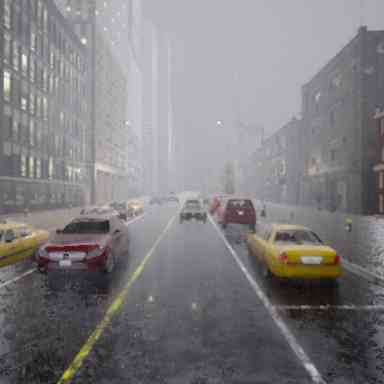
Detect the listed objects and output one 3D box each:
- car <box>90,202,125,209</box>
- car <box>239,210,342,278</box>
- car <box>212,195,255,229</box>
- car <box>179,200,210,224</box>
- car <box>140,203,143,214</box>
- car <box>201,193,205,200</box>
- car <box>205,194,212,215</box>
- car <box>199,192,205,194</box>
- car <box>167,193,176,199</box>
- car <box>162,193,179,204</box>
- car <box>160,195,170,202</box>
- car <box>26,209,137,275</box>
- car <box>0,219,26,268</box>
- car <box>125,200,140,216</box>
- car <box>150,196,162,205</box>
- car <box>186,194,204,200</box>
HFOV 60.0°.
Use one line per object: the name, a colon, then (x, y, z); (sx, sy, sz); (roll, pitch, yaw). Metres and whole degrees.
car: (-5.684, 1.456, 20.576); (1.752, 1.417, 4.829); (1, 0, 0)
car: (2.699, 1.493, 9.829); (1.752, 1.417, 4.829); (1, 0, 0)
car: (2.699, 1.244, 20.750); (2.192, 1.841, 5.009); (1, 0, 0)
car: (0.089, 1.518, 24.150); (1.895, 1.301, 4.718); (0, 0, 0)
car: (-5.687, 1.415, 31.669); (1.752, 1.417, 4.829); (1, 0, 0)
car: (2.688, 1.363, 54.027); (1.947, 1.339, 4.313); (1, 0, 0)
car: (2.697, 1.203, 31.843); (2.192, 1.841, 5.009); (1, 0, 0)
car: (2.683, 0.959, 87.301); (2.192, 1.841, 5.009); (1, 0, 0)
car: (-5.701, 1.057, 92.842); (1.967, 1.590, 4.097); (1, 0, 0)
car: (-3.014, 0.818, 51.348); (2.097, 1.767, 4.553); (0, 0, 0)
car: (-5.697, 1.288, 70.660); (1.947, 1.339, 4.313); (1, 0, 0)
car: (-3.105, 1.491, 10.488); (1.812, 1.442, 4.674); (0, 0, 0)
car: (-5.681, 1.494, 9.485); (1.752, 1.417, 4.829); (1, 0, 0)
car: (-5.686, 1.475, 26.294); (1.947, 1.339, 4.313); (1, 0, 0)
car: (-5.693, 1.363, 54.022); (1.947, 1.339, 4.313); (1, 0, 0)
car: (0.075, 1.369, 38.400); (1.837, 1.490, 4.892); (0, 1, 0)
